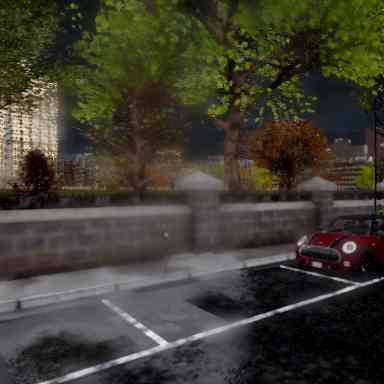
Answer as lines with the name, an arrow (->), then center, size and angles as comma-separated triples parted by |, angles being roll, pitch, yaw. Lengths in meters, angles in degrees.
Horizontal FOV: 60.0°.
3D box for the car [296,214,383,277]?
car -> 5.007, 1.437, 10.138 | 4.097, 1.590, 1.967 | 0, 0, -36
